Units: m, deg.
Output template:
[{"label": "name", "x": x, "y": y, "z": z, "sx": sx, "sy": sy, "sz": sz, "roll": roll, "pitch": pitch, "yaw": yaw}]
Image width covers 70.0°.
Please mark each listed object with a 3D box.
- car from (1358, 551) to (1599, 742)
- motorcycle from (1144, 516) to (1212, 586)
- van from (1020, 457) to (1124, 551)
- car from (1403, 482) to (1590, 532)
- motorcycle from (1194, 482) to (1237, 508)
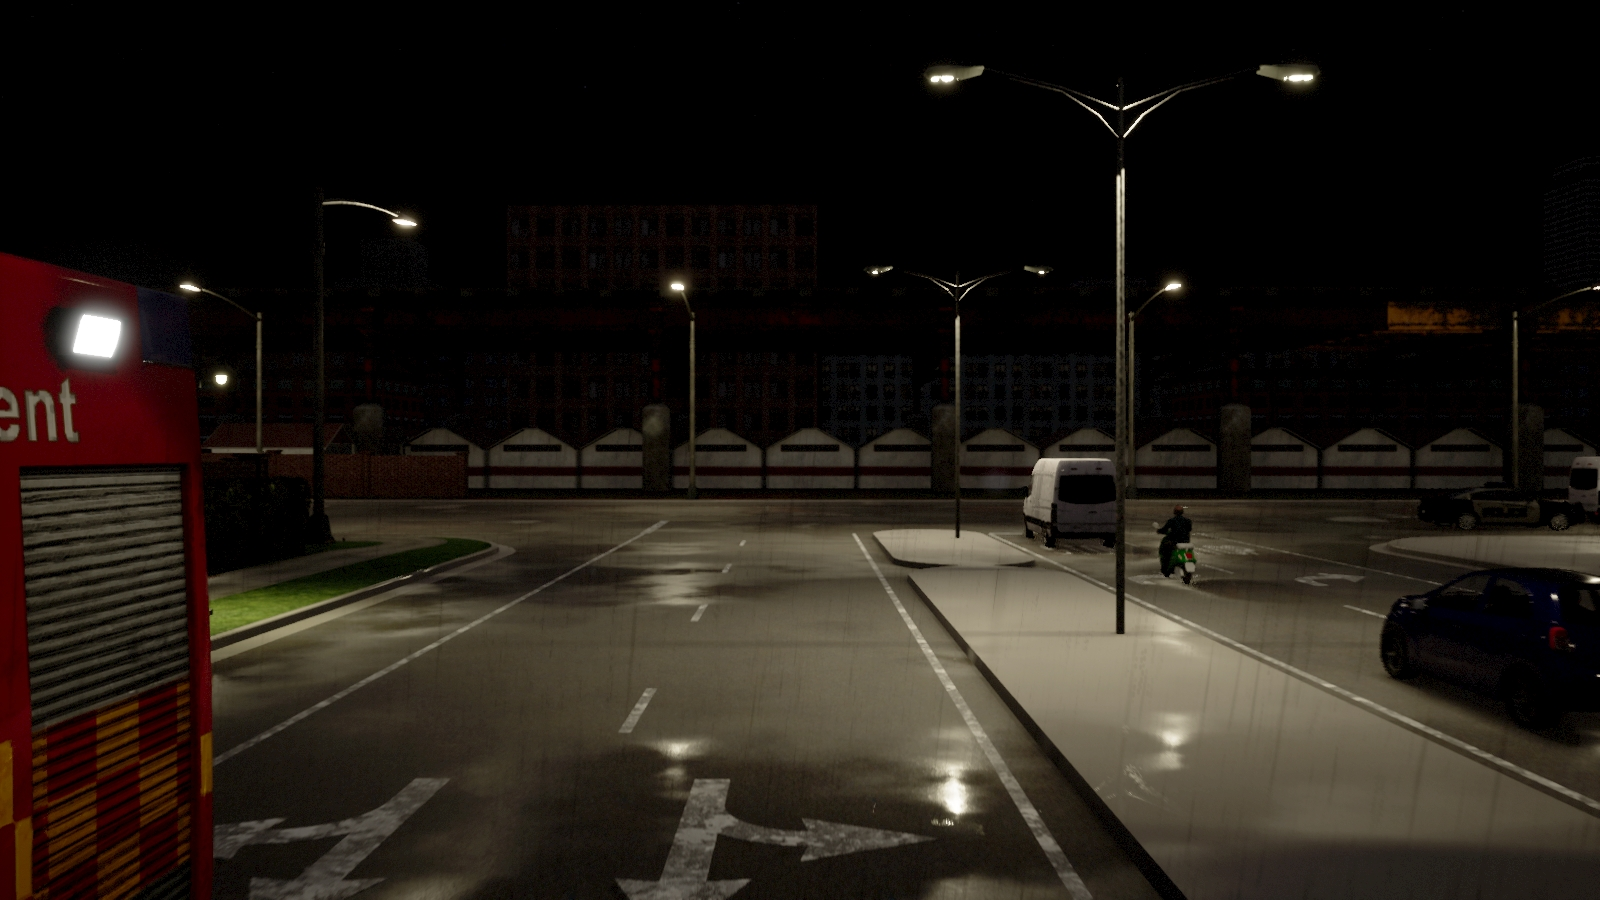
[{"label": "car", "x": 8.016, "y": 2.036, "z": 12.714, "sx": 1.845, "sy": 1.501, "sz": 3.633, "roll": 0, "pitch": 0, "yaw": 0}, {"label": "motorcycle", "x": 8.017, "y": 2.125, "z": 24.333, "sx": 0.856, "sy": 1.341, "sz": 1.805, "roll": 0, "pitch": 0, "yaw": 0}, {"label": "van", "x": 8.155, "y": 1.528, "z": 34.839, "sx": 1.988, "sy": 2.561, "sz": 5.915, "roll": 0, "pitch": 0, "yaw": 2}, {"label": "car", "x": 24.420, "y": 1.975, "z": 40.239, "sx": 5.238, "sy": 1.638, "sz": 2.097, "roll": 0, "pitch": 0, "yaw": 5}, {"label": "motorcycle", "x": 20.101, "y": 2.172, "z": 55.293, "sx": 1.805, "sy": 1.236, "sz": 0.856, "roll": 0, "pitch": 0, "yaw": 0}]
